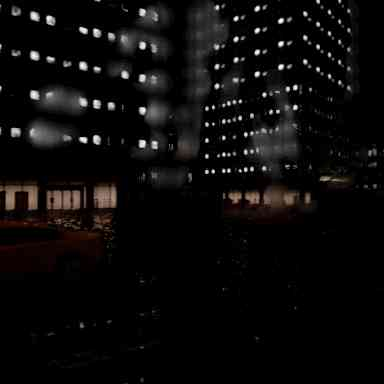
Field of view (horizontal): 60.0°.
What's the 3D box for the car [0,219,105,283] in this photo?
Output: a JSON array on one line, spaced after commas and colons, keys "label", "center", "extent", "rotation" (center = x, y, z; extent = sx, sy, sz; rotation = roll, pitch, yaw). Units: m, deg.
[{"label": "car", "center": [-4.741, 1.484, 8.305], "extent": [5.008, 1.535, 1.882], "rotation": [1, 0, -36]}]
